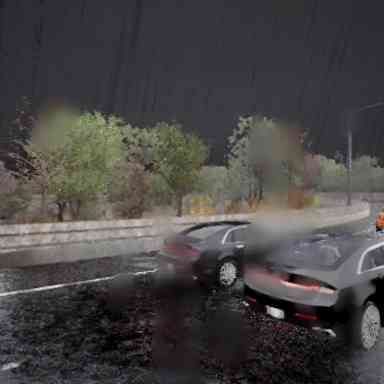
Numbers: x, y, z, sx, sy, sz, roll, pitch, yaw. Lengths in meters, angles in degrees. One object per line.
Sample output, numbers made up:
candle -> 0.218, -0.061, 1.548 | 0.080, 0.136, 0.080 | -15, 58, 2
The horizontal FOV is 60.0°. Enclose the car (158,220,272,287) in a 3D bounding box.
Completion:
car -> 1.342, 1.579, 9.473 | 4.892, 1.490, 1.837 | 1, 0, -40

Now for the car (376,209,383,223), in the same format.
car -> 13.460, 1.608, 21.348 | 2.097, 1.767, 4.553 | 0, -1, 42

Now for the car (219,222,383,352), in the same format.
car -> 3.068, 1.559, 6.366 | 4.902, 1.511, 2.128 | 1, 0, -40
